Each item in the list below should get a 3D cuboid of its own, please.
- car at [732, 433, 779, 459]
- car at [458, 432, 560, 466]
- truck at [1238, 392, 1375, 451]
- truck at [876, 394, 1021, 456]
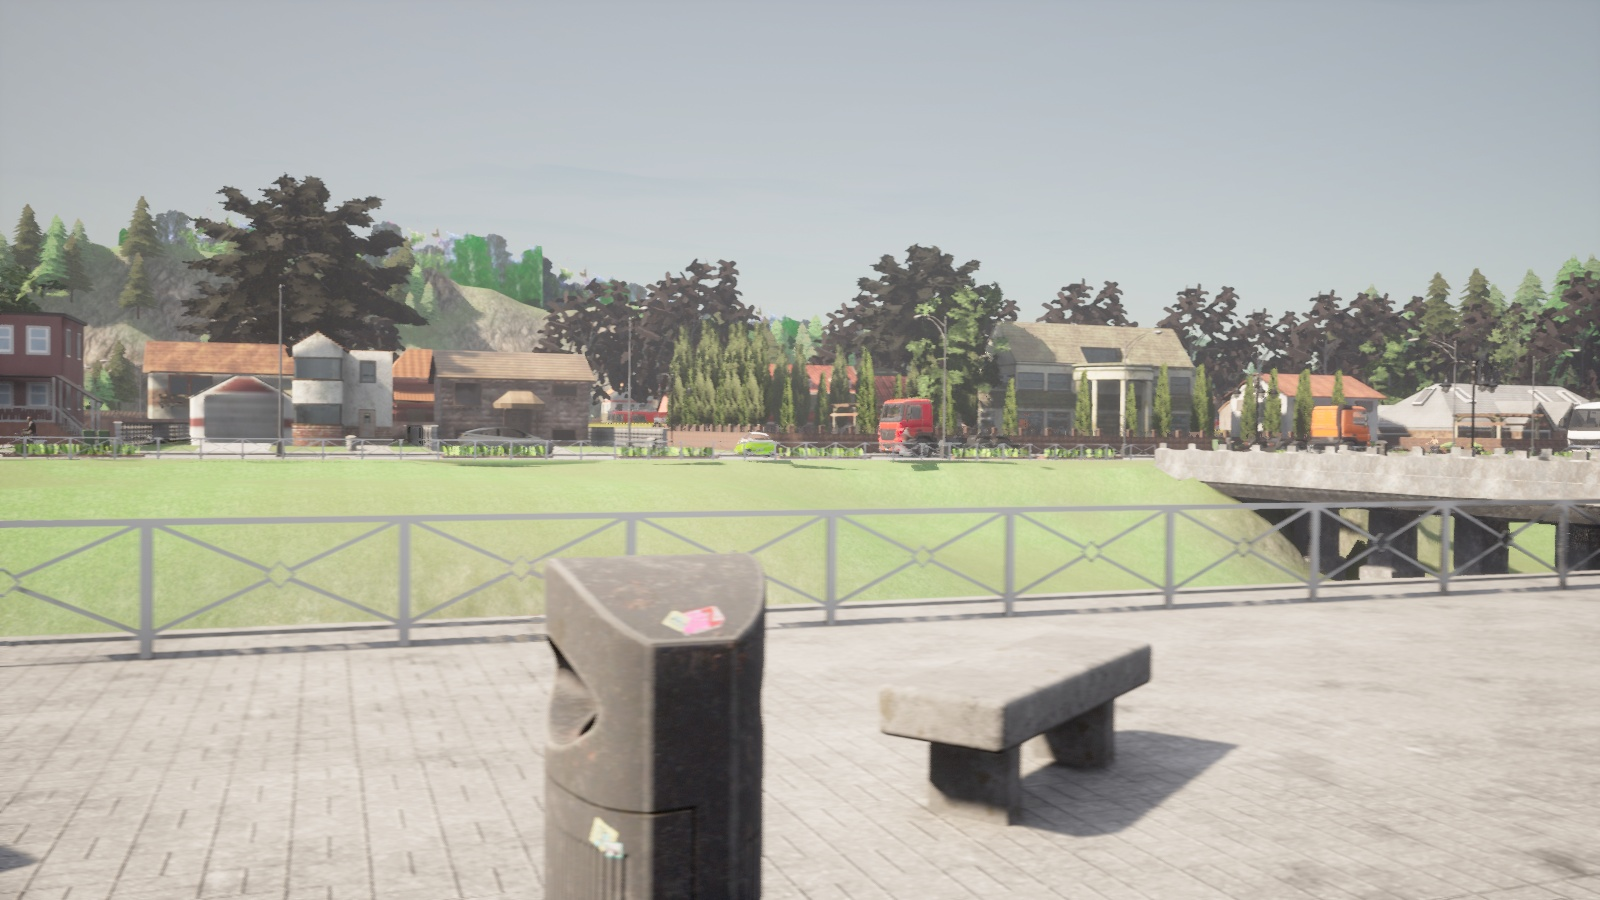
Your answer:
[{"bbox_3d":[-2.459,-0.240,68.826,2.207,1.376,1.481,-1,1,-21],"label":"car"},{"bbox_3d":[-13.933,-0.084,60.193,4.514,1.525,2.007,-1,1,-21],"label":"car"},{"bbox_3d":[31.173,-1.779,77.295,7.936,3.462,2.891,-1,1,-21],"label":"truck"},{"bbox_3d":[8.631,-1.466,73.021,7.936,3.462,2.891,-1,1,-21],"label":"truck"}]
